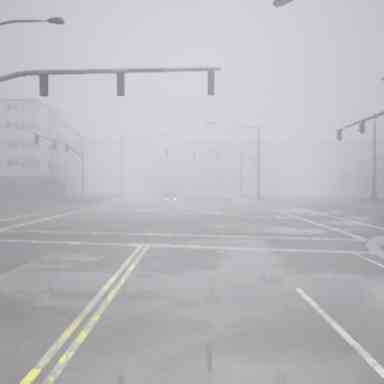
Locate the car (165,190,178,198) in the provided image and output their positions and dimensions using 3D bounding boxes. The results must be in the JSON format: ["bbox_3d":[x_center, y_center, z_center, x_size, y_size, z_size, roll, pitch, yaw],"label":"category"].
[{"bbox_3d":[-3.488,0.340,56.770,1.994,1.385,4.181,0,1,0],"label":"car"}]
